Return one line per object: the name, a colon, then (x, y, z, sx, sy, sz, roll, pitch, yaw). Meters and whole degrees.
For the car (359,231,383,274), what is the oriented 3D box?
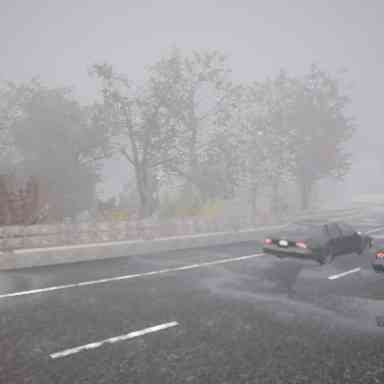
car: (7.139, 1.716, 9.741, 5.357, 1.411, 2.033, 1, -1, -41)

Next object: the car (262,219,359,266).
car: (4.840, 1.726, 12.380, 5.357, 1.411, 2.033, 1, -1, -41)

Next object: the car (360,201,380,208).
car: (38.942, 2.641, 73.696, 2.128, 1.511, 4.902, 0, -1, 7)

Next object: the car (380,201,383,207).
car: (42.391, 2.688, 73.101, 1.994, 1.385, 4.181, 0, -1, 7)
